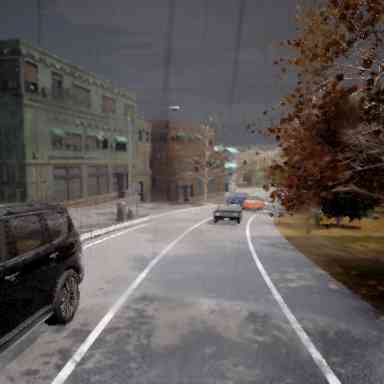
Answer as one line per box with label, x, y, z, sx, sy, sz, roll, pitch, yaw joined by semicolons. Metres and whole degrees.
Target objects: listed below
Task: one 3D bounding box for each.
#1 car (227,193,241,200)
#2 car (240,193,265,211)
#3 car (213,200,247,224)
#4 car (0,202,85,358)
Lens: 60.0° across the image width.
car;6.745;1.125;48.190;2.150;2.045;5.566;2;0;24
car;7.804;1.340;41.565;2.097;1.767;4.553;2;0;20
car;2.778;1.538;24.580;1.895;1.301;4.718;1;0;11
car;-3.179;1.196;4.118;2.150;2.045;5.566;0;0;2
